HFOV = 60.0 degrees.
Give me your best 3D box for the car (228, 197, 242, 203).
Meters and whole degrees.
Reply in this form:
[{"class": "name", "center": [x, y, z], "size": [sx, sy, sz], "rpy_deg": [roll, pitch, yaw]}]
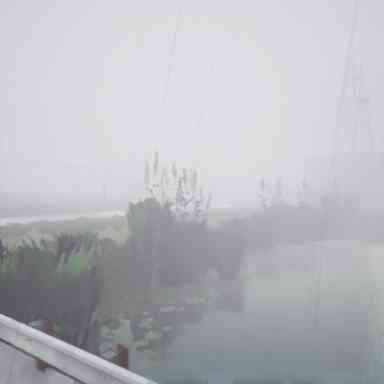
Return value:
[{"class": "car", "center": [9.358, 1.894, 69.877], "size": [2.097, 1.767, 4.553], "rpy_deg": [0, 0, 34]}]
